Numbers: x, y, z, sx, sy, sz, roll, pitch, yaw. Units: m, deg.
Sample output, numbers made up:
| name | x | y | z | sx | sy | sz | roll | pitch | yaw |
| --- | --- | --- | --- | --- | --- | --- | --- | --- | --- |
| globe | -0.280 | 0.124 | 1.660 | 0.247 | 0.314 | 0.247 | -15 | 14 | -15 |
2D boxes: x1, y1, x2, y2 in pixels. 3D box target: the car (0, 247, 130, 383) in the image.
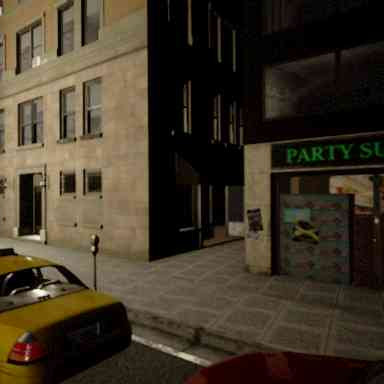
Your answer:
| name | x | y | z | sx | sy | sz | roll | pitch | yaw |
| --- | --- | --- | --- | --- | --- | --- | --- | --- | --- |
| car | -3.039 | 1.526 | 5.028 | 4.829 | 1.417 | 1.752 | 0 | -1 | 36 |

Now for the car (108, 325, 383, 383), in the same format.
| name | x | y | z | sx | sy | sz | roll | pitch | yaw |
| --- | --- | --- | --- | --- | --- | --- | --- | --- | --- |
| car | 1.715 | 1.582 | 1.631 | 4.206 | 1.307 | 1.802 | 0 | -1 | 36 |
